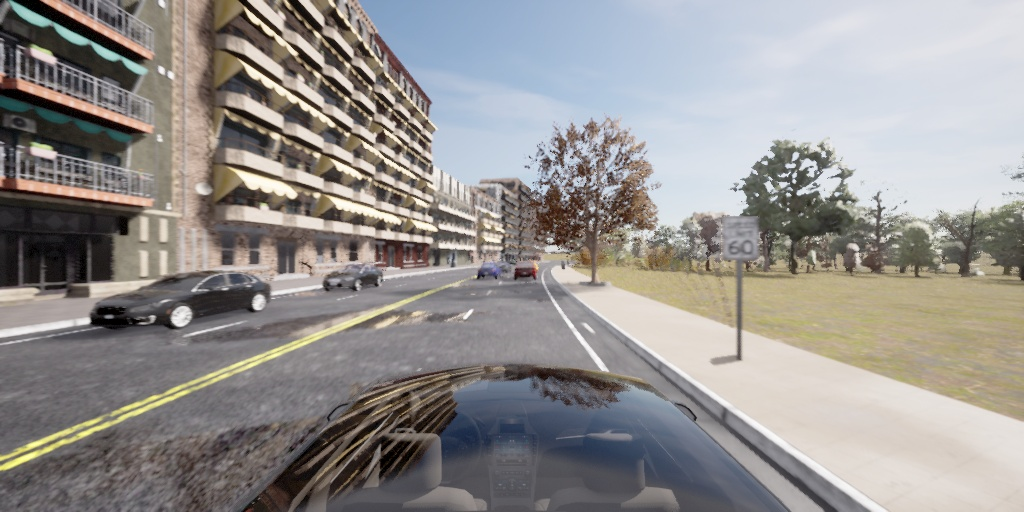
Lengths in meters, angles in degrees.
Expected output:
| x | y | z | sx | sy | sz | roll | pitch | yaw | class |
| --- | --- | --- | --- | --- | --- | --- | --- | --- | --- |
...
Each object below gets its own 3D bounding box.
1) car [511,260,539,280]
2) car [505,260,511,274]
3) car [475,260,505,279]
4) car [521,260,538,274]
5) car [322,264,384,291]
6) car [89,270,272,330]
| x | y | z | sx | sy | sz | roll | pitch | yaw | class |
| --- | --- | --- | --- | --- | --- | --- | --- | --- | --- |
| 1.209 | 1.269 | 31.773 | 1.882 | 1.535 | 5.008 | 0 | 0 | 4 | car |
| -1.141 | 1.365 | 43.516 | 2.033 | 1.411 | 5.357 | 0 | 0 | 6 | car |
| -2.013 | 1.306 | 32.392 | 1.812 | 1.442 | 4.674 | 0 | 0 | 4 | car |
| 2.237 | 1.312 | 44.569 | 1.882 | 1.535 | 5.008 | 0 | 0 | 6 | car |
| -9.356 | 1.225 | 21.501 | 2.128 | 1.511 | 4.902 | 0 | 0 | 3 | car |
| -9.718 | 1.228 | 11.119 | 1.837 | 1.490 | 4.892 | 0 | 0 | 1 | car |
